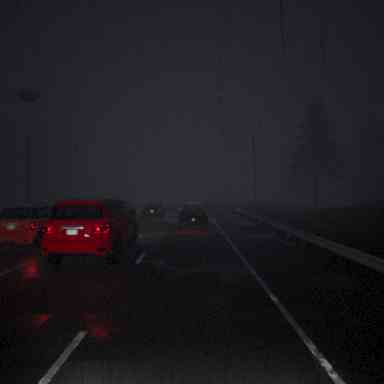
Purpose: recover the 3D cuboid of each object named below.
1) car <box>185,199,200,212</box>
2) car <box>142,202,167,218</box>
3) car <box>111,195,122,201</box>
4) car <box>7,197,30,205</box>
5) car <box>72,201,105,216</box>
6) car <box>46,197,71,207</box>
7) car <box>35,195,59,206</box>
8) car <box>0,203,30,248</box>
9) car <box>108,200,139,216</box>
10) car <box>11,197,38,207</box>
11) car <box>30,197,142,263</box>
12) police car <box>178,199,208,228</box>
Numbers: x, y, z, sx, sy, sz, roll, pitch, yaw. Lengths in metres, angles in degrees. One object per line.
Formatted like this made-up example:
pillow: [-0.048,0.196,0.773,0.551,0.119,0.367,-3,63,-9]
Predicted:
car: [0.071,1.599,41.067,1.812,1.442,4.674,0,0,0]
car: [-3.422,1.619,30.392,1.994,1.385,4.181,0,0,0]
car: [-21.066,1.669,93.018,2.033,1.411,5.357,0,0,0]
car: [-31.543,1.634,60.728,1.812,1.442,4.674,0,0,0]
car: [-10.423,1.662,33.790,1.895,1.301,4.718,0,0,0]
car: [-21.098,1.572,52.727,1.882,1.535,5.008,0,0,0]
car: [-24.580,1.453,56.507,2.097,1.767,4.553,0,0,0]
car: [-6.911,1.379,14.873,2.097,1.767,4.553,0,0,0]
car: [-6.924,1.609,34.164,2.033,1.411,5.357,0,0,0]
car: [-28.074,1.594,55.994,2.128,1.511,4.902,0,0,1]
car: [-3.410,1.243,12.129,2.150,2.045,5.566,0,0,0]
police car: [0.084,1.466,22.737,1.930,1.638,5.238,0,0,0]
